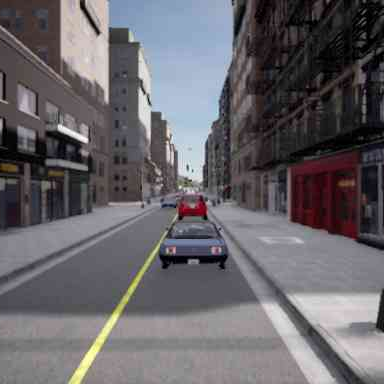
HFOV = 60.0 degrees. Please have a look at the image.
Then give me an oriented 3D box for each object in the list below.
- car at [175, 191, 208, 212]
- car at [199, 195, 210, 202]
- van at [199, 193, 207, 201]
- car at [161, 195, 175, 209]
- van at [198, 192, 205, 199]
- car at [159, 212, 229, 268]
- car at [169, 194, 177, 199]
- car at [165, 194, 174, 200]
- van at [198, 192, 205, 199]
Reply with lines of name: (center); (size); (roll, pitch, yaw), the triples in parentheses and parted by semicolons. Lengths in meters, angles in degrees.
car: (0.054, 1.131, 26.358); (2.150, 2.045, 5.566); (0, 0, 0)
car: (2.605, 1.289, 70.545); (2.008, 1.369, 4.403); (0, 0, 0)
van: (2.602, 1.056, 76.227); (1.690, 1.788, 3.998); (0, 0, 0)
car: (-2.812, 1.396, 42.521); (2.033, 1.411, 5.357); (0, 0, 1)
van: (2.595, 0.984, 93.274); (1.690, 1.788, 3.998); (0, 0, 0)
car: (0.057, 1.563, 11.033); (1.895, 1.301, 4.718); (0, 0, 0)
car: (-5.430, 1.194, 93.271); (2.008, 1.369, 4.403); (0, 0, 0)
car: (-5.426, 1.257, 81.906); (1.947, 1.339, 4.313); (0, 0, 0)
van: (2.597, 1.009, 87.591); (1.690, 1.788, 3.998); (0, 0, 0)
